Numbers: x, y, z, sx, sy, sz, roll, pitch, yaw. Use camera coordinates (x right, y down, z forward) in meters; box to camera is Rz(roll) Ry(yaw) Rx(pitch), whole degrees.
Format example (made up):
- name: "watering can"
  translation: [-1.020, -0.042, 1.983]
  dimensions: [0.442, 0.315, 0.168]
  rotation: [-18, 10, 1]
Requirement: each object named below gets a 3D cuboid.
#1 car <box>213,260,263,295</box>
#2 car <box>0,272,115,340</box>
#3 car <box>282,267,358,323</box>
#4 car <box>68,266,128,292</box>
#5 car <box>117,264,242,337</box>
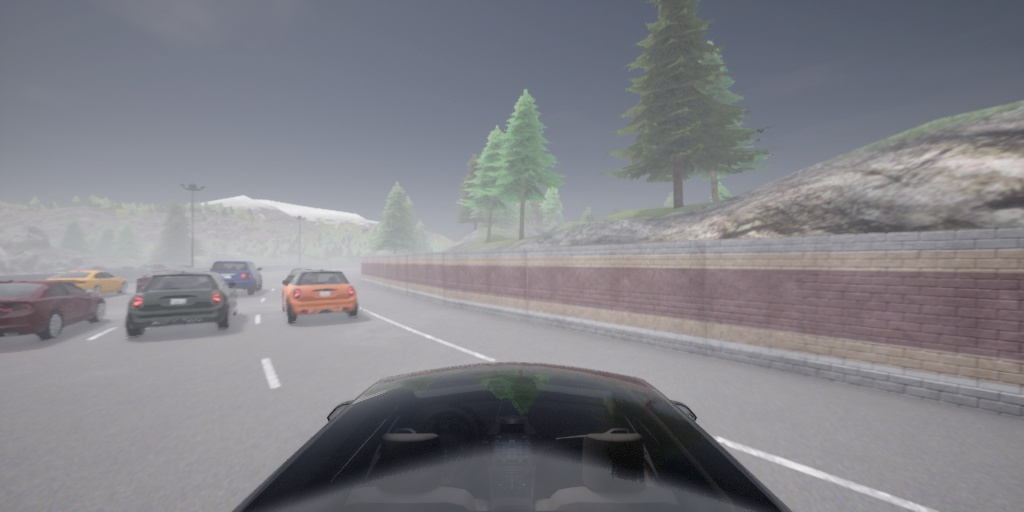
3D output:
- name: "car"
  translation: [-17.011, 1.287, 22.184]
  dimensions: [2.150, 2.045, 5.566]
  rotation: [0, 0, -29]
- name: "car"
  translation: [-13.368, 1.381, 9.930]
  dimensions: [1.882, 1.535, 5.008]
  rotation: [0, -1, -34]
- name: "car"
  translation: [-7.240, 1.268, 13.357]
  dimensions: [2.097, 1.767, 4.553]
  rotation: [0, -1, -34]
- name: "car"
  translation: [-23.842, 1.546, 20.147]
  dimensions: [1.882, 1.535, 5.008]
  rotation: [0, 0, -28]
- name: "car"
  translation: [-10.075, 1.257, 11.304]
  dimensions: [2.097, 1.767, 4.553]
  rotation: [0, -1, -34]
